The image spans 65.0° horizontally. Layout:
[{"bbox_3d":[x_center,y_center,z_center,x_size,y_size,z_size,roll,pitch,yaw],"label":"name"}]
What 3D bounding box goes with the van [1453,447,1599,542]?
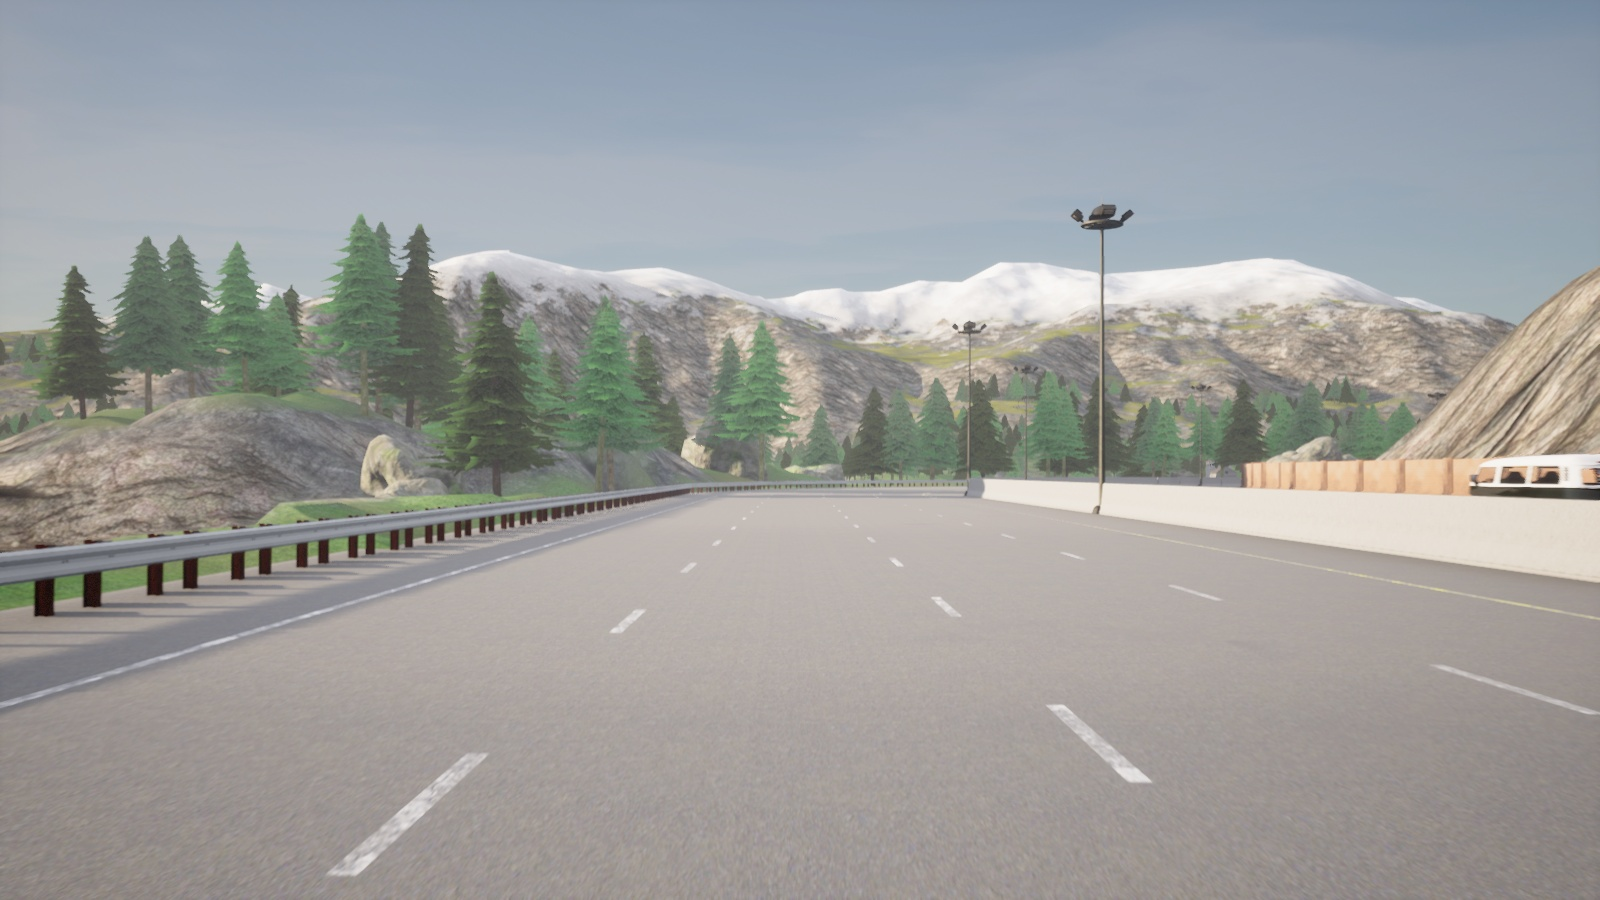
[{"bbox_3d":[17.426,0.988,29.260,2.069,2.038,4.480,0,-1,0],"label":"van"}]
